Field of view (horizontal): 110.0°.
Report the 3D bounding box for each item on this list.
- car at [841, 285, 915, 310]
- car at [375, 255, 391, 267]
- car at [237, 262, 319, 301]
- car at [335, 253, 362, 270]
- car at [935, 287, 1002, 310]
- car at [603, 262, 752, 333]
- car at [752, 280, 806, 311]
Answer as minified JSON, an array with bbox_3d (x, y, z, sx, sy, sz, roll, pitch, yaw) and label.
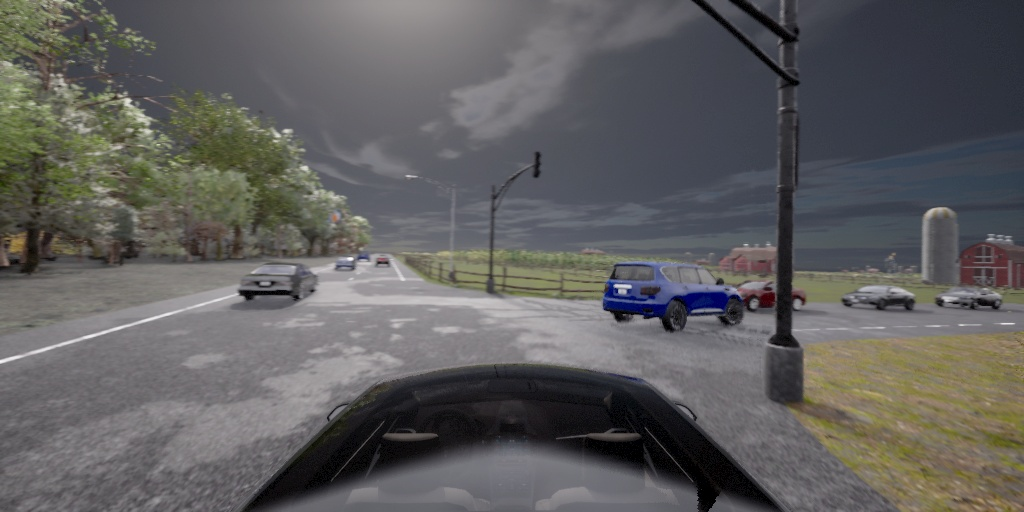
[{"bbox_3d":[22.732,2.525,22.199,4.674,1.442,1.812,3,-1,-19],"label":"car"},{"bbox_3d":[-17.772,0.669,49.423,1.837,1.490,4.892,2,-1,-19],"label":"car"},{"bbox_3d":[-9.388,0.972,14.822,2.033,1.411,5.357,2,0,-19],"label":"car"},{"bbox_3d":[-17.409,0.711,37.776,2.033,1.411,5.357,2,0,-19],"label":"car"},{"bbox_3d":[32.558,2.975,25.580,4.902,1.511,2.128,3,-1,-19],"label":"car"},{"bbox_3d":[5.574,1.289,12.225,5.566,2.045,2.150,3,-3,-33],"label":"car"},{"bbox_3d":[13.029,2.000,18.858,5.008,1.535,1.882,3,-1,-19],"label":"car"}]
